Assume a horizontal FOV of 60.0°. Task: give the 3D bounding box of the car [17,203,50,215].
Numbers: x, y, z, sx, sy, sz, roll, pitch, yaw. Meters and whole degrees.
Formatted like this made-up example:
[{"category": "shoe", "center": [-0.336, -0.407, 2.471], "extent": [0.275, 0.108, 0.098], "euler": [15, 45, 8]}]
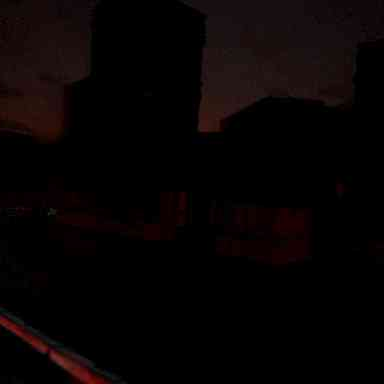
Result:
[{"category": "car", "center": [-20.490, 2.153, 43.217], "extent": [2.033, 1.411, 5.357], "euler": [4, -2, 4]}]
